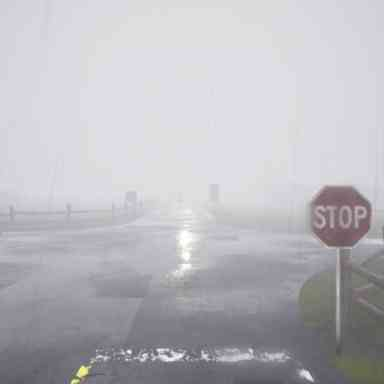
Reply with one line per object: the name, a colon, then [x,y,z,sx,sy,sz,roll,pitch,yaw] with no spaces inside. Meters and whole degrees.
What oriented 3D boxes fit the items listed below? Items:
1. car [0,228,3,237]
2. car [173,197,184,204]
car: [-10.802,1.409,13.548,5.357,1.411,2.033,1,-1,0]
car: [-2.545,1.606,65.573,1.994,1.385,4.181,0,0,0]
